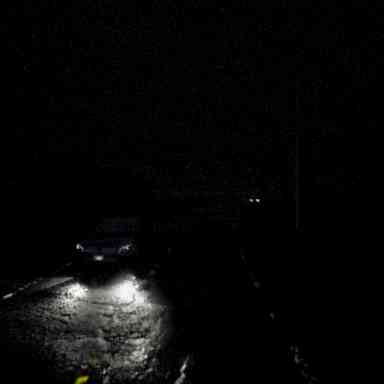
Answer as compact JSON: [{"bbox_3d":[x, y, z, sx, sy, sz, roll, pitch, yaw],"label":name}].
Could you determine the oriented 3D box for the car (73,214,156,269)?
[{"bbox_3d":[-2.382,1.521,11.367,1.812,1.442,4.674,1,0,4],"label":"car"}]

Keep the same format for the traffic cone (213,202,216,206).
[{"bbox_3d":[3.593,1.895,53.404,0.340,0.580,0.340,0,0,16],"label":"traffic cone"}]

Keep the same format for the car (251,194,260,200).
[{"bbox_3d":[17.009,1.337,89.293,1.882,1.535,5.008,0,0,17],"label":"car"}]
